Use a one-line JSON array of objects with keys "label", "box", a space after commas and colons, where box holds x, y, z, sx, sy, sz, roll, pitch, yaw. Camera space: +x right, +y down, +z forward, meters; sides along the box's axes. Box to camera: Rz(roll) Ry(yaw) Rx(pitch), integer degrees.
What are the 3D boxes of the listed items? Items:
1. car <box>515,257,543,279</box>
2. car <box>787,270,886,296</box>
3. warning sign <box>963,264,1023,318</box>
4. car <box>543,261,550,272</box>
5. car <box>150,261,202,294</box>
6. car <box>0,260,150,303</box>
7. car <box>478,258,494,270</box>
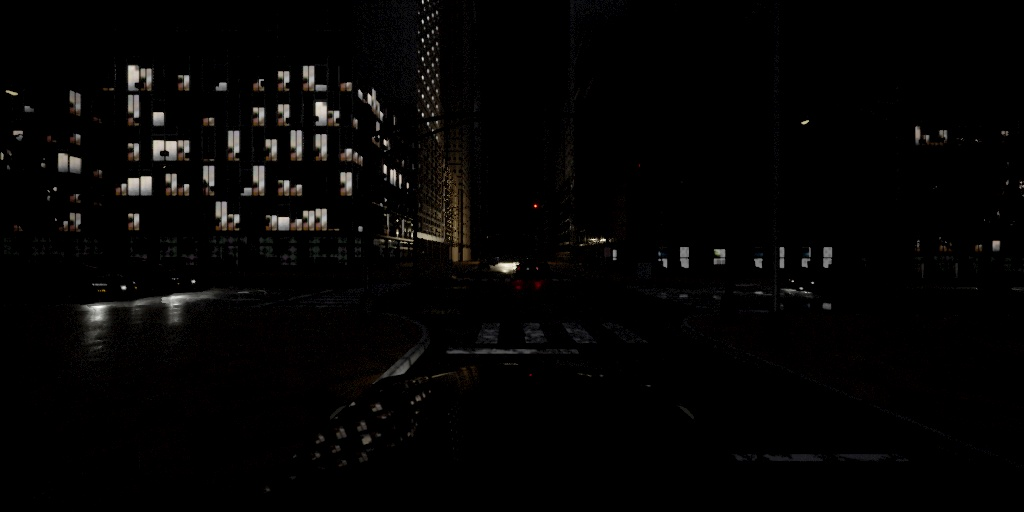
[{"label": "car", "box": [1.390, 1.121, 32.654, 2.097, 1.767, 4.553, 0, 0, 1]}, {"label": "car", "box": [20.272, 1.740, 22.482, 4.718, 1.301, 1.895, 1, 0, -3]}, {"label": "warning sign", "box": [17.272, 1.204, 12.881, 1.060, 1.860, 1.300, 0, 0, -3]}, {"label": "car", "box": [3.915, 1.328, 46.680, 1.948, 1.339, 4.313, 0, 0, 0]}, {"label": "car", "box": [-17.850, 0.951, 17.249, 4.892, 1.490, 1.837, 1, 0, -3]}, {"label": "car", "box": [-17.702, 0.955, 14.003, 4.892, 1.490, 1.837, 1, 0, -3]}, {"label": "car", "box": [-4.039, 1.342, 52.171, 1.802, 1.307, 4.207, 0, 0, 0]}]
